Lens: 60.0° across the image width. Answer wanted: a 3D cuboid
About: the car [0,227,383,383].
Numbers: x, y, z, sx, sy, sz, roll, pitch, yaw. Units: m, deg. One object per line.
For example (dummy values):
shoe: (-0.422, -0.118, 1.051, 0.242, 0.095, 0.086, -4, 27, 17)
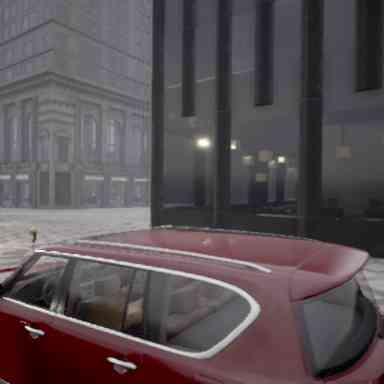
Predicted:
car: (-0.658, 1.314, 3.449, 5.009, 1.841, 2.192, 0, 1, 36)
